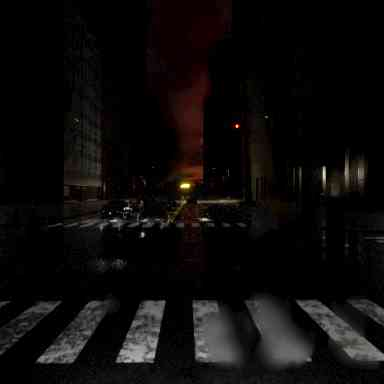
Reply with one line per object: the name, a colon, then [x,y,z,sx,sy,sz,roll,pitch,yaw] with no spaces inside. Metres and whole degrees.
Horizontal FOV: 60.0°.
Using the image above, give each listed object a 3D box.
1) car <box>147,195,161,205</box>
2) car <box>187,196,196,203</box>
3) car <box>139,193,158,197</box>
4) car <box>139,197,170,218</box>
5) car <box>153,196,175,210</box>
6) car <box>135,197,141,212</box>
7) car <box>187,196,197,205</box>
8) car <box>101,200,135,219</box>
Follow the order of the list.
car: [-6.660,1.358,58.953,2.097,1.767,4.553,0,0,-1]
car: [-0.077,1.568,70.862,1.994,1.385,4.181,0,0,0]
car: [-6.677,1.226,48.691,2.150,2.045,5.566,0,0,0]
car: [-3.399,1.479,30.810,1.882,1.535,5.008,0,0,0]
car: [-3.423,1.529,40.090,1.812,1.442,4.674,0,0,0]
car: [-6.667,1.604,38.780,1.895,1.301,4.718,0,0,0]
car: [-0.022,1.554,60.535,2.033,1.411,5.357,0,0,0]
car: [-6.665,1.507,29.517,1.837,1.490,4.892,0,0,0]
